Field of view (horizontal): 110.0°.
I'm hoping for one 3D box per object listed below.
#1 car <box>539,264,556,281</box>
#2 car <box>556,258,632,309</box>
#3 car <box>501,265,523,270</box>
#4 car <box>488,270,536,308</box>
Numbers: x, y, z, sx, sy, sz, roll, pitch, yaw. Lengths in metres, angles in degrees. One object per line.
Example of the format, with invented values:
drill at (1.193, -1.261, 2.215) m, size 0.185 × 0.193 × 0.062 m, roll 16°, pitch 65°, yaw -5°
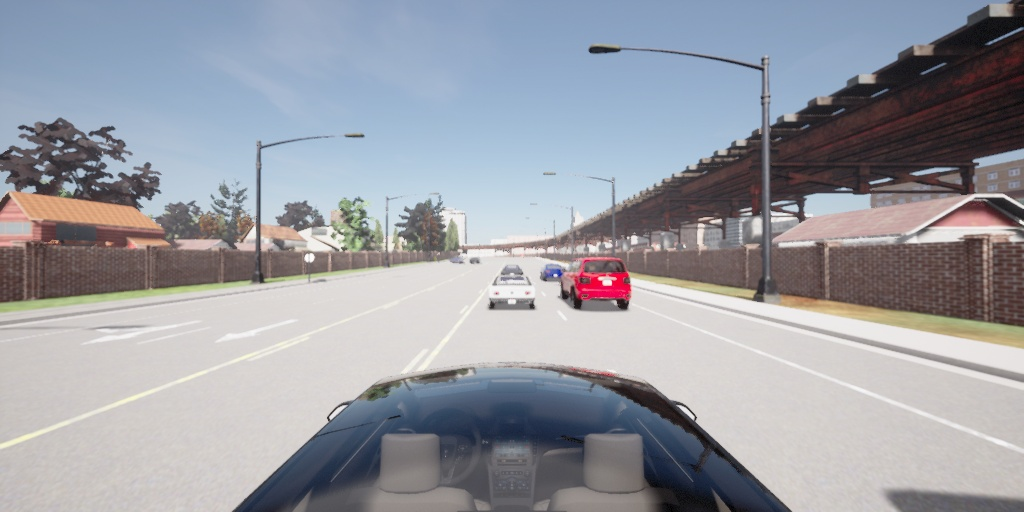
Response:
car at (3.515, 1.384, 31.202) m, size 1.812 × 1.442 × 4.674 m, roll 0°, pitch 1°, yaw 0°
car at (3.505, 1.085, 15.851) m, size 2.150 × 2.045 × 5.566 m, roll 0°, pitch 0°, yaw 0°
car at (0.009, 1.423, 31.112) m, size 1.994 × 1.385 × 4.181 m, roll 0°, pitch 0°, yaw 0°
car at (0.006, 1.470, 15.951) m, size 1.895 × 1.301 × 4.718 m, roll 0°, pitch 0°, yaw 0°
